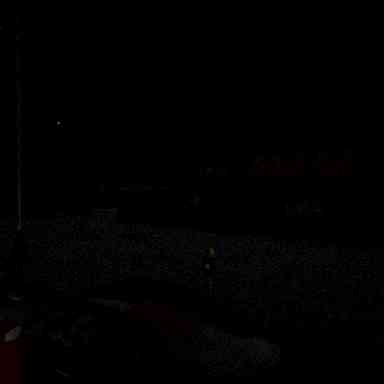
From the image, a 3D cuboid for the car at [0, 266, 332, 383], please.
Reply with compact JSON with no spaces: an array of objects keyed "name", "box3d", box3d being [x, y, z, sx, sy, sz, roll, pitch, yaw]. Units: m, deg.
[{"name":"car","box3d":[-0.758,1.577,3.366,4.206,1.307,1.802,0,-1,36]}]
